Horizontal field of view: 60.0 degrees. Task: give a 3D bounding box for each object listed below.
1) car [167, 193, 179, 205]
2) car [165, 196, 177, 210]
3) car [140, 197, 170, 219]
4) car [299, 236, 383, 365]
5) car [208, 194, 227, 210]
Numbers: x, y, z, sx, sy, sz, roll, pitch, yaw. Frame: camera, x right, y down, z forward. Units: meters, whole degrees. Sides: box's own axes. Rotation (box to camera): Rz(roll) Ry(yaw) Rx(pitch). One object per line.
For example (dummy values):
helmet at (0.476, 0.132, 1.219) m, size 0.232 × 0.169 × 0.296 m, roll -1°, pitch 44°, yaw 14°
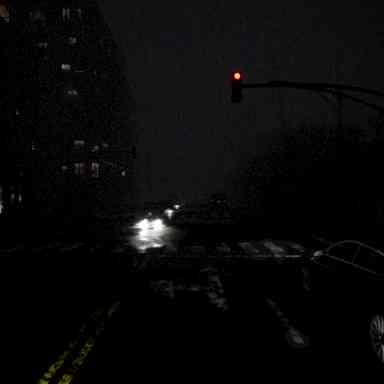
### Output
car at (-3.455, 1.229, 58.718) m, size 2.150 × 2.045 × 5.566 m, roll 0°, pitch 1°, yaw -2°
car at (-3.419, 1.570, 43.602) m, size 1.994 × 1.385 × 4.181 m, roll 0°, pitch 0°, yaw 0°
car at (-3.402, 1.510, 29.201) m, size 2.128 × 1.511 × 4.902 m, roll 0°, pitch 0°, yaw 0°
car at (3.341, 1.491, 5.654) m, size 2.128 × 1.511 × 4.902 m, roll 0°, pitch 0°, yaw 0°
car at (3.280, 1.227, 43.201) m, size 2.150 × 2.045 × 5.566 m, roll 0°, pitch 0°, yaw 0°
